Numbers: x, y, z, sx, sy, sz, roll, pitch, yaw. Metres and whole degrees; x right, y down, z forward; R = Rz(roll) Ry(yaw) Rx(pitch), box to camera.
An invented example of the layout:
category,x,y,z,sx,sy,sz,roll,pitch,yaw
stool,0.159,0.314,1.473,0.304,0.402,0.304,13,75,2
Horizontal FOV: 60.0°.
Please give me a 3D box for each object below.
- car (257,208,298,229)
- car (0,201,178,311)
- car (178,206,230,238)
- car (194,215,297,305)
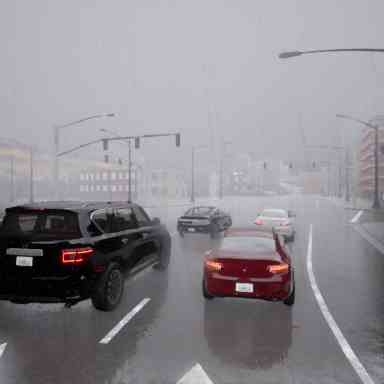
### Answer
category,x,y,z,sx,sy,sz,roll,pitch,yaw
car,4.191,1.526,16.557,1.812,1.442,4.674,0,0,20
car,-2.161,1.221,8.039,2.150,2.045,5.566,0,0,12
car,0.784,1.491,17.289,2.128,1.511,4.902,0,0,19
car,1.452,1.526,8.124,1.812,1.442,4.674,0,0,13
